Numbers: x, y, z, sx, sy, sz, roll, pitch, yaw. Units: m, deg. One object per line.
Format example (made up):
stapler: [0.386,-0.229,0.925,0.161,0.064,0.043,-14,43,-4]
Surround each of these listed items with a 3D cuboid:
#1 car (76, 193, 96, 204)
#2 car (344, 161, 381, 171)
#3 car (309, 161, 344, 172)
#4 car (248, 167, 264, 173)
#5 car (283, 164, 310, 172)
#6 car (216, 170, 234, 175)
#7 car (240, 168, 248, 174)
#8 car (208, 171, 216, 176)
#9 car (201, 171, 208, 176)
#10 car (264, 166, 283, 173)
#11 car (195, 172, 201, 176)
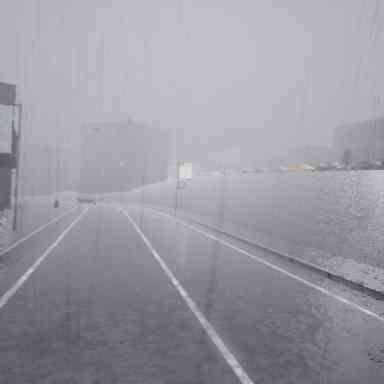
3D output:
car: [-14.814,0.947,46.514,1.837,1.490,4.892,3,-1,-31]
car: [19.082,-2.561,35.192,2.163,1.488,4.792,3,1,-21]
car: [17.093,-2.947,40.552,2.185,1.767,4.553,3,1,-19]
car: [11.991,-3.451,56.360,2.231,1.521,4.892,3,1,-16]
car: [15.280,-3.039,45.771,2.097,1.535,5.008,3,1,-18]
car: [7.595,-4.077,72.212,2.185,1.767,4.553,3,1,-16]
car: [10.509,-3.627,61.675,2.231,1.521,4.892,3,1,-16]
car: [6.118,-4.072,77.506,2.002,1.452,4.674,3,1,-16]
car: [4.612,-4.404,82.971,2.185,1.767,4.553,3,1,-16]
car: [13.576,-3.211,51.049,2.002,1.452,4.674,3,1,-17]
car: [3.137,-4.562,88.289,2.185,1.767,4.553,3,1,-16]
